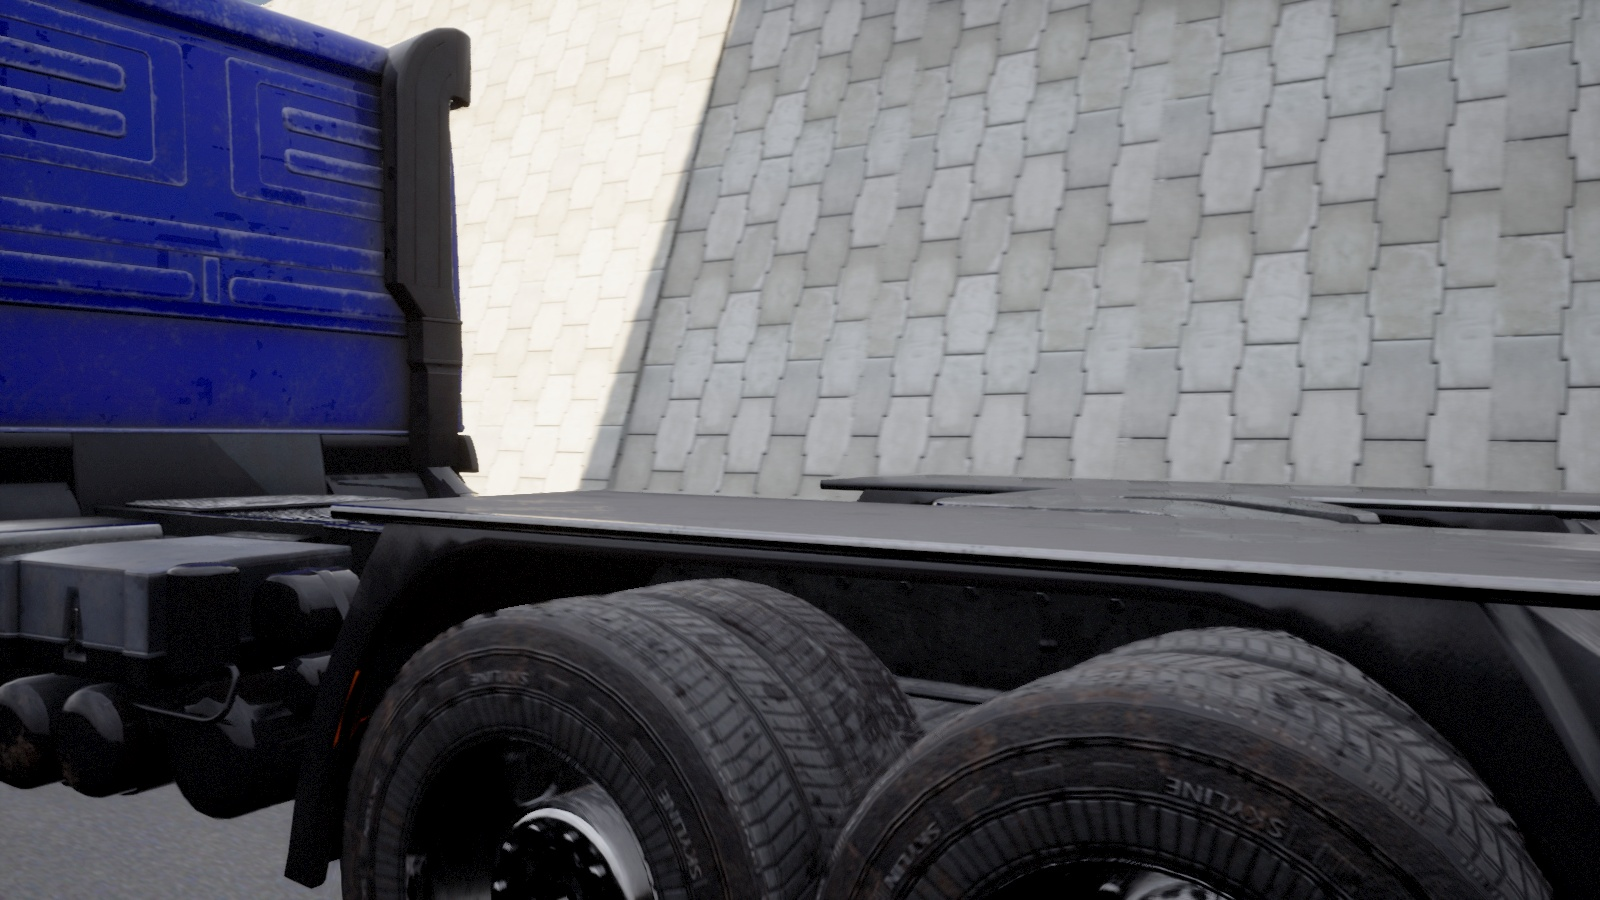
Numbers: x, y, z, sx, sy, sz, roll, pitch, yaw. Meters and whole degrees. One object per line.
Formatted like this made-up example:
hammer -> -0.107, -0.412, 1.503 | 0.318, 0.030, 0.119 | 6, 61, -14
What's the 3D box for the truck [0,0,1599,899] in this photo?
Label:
truck -> -1.018, -0.300, 4.281 | 7.936, 3.462, 2.891 | 0, 1, 34
